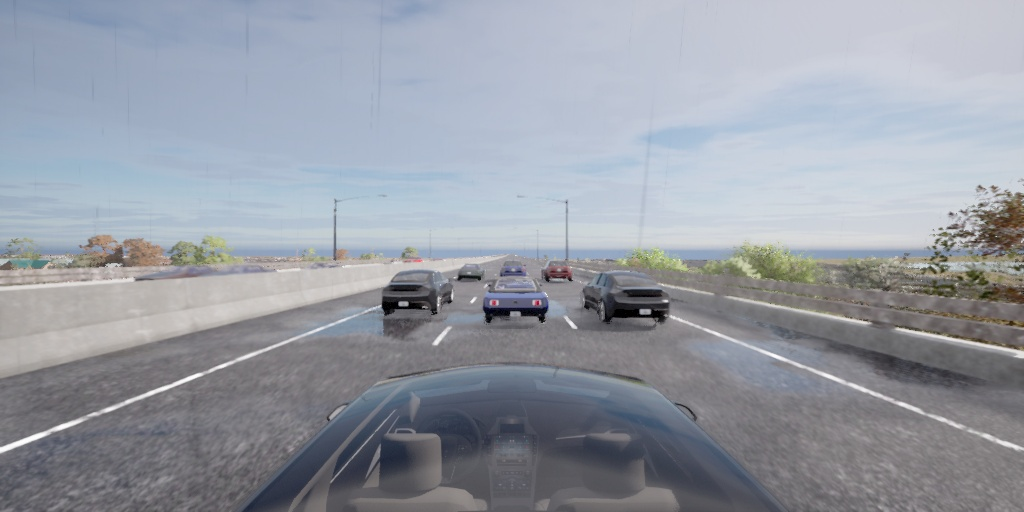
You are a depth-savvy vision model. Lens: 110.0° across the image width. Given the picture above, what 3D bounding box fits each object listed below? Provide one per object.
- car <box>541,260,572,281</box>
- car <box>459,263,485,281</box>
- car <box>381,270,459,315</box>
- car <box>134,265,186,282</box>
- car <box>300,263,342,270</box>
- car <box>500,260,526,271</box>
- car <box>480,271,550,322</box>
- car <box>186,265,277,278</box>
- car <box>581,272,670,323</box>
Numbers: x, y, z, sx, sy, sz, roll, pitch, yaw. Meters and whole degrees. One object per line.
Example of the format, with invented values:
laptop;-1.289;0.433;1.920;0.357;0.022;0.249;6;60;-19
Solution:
car;3.605;1.106;29.569;2.097;1.767;4.553;0;0;0
car;-3.396;1.317;30.473;1.994;1.385;4.181;0;0;0
car;-3.398;1.257;13.653;1.837;1.490;4.892;0;0;0
car;-21.096;1.299;23.298;2.033;1.411;5.357;0;0;0
car;-14.093;1.244;26.362;2.128;1.511;4.902;0;0;0
car;0.104;1.105;29.567;2.097;1.767;4.553;0;0;0
car;0.102;1.353;12.334;1.895;1.301;4.718;0;0;0
car;-17.596;1.299;23.296;2.033;1.411;5.357;0;0;0
car;3.602;1.257;12.107;1.837;1.490;4.892;0;0;0
